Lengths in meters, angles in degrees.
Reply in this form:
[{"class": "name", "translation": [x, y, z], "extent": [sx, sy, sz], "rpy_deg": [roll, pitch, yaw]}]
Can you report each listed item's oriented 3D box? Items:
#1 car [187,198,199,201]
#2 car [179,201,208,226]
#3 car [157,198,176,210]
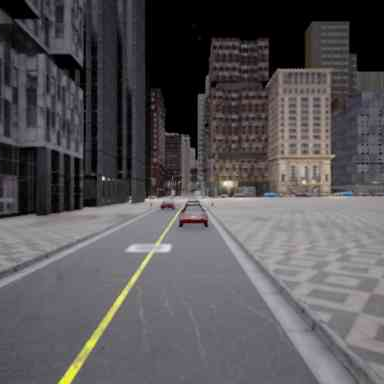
[{"class": "car", "translation": [0.109, 1.549, 43.556], "extent": [2.128, 1.511, 4.902], "rpy_deg": [0, 0, 0]}, {"class": "car", "translation": [0.105, 1.581, 23.498], "extent": [1.994, 1.385, 4.181], "rpy_deg": [0, 0, 0]}, {"class": "car", "translation": [-3.069, 1.656, 42.602], "extent": [1.895, 1.301, 4.718], "rpy_deg": [0, 0, 0]}]
